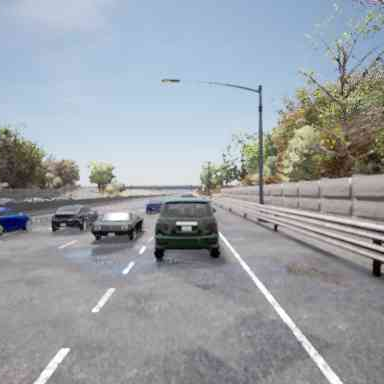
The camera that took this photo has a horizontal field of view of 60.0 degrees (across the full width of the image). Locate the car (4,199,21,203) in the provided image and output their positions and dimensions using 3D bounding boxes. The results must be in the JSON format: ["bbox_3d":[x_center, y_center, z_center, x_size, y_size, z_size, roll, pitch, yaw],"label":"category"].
[{"bbox_3d":[-25.267,1.881,49.374,1.895,1.301,4.718,-1,0,0],"label":"car"}]

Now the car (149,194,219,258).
[{"bbox_3d":[-0.199,1.231,13.005,2.150,2.045,5.566,-1,0,-1],"label":"car"}]

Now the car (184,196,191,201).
[{"bbox_3d":[-1.327,1.793,91.495,1.895,1.301,4.718,-1,0,-1],"label":"car"}]

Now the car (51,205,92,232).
[{"bbox_3d":[-7.212,1.584,20.970,1.837,1.490,4.892,-1,0,-1],"label":"car"}]

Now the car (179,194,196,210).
[{"bbox_3d":[-0.659,1.268,44.848,2.150,2.045,5.566,-1,0,-1],"label":"car"}]

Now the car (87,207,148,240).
[{"bbox_3d":[-3.658,1.645,17.212,1.895,1.301,4.718,-1,0,-1],"label":"car"}]

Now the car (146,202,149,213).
[{"bbox_3d":[-3.940,1.542,36.731,1.882,1.535,5.008,-1,0,-1],"label":"car"}]

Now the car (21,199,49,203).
[{"bbox_3d":[-21.761,1.736,47.411,2.128,1.511,4.902,-1,0,0],"label":"car"}]

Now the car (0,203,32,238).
[{"bbox_3d":[-10.673,1.587,18.274,1.882,1.535,5.008,-1,0,-1],"label":"car"}]

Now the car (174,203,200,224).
[{"bbox_3d":[-0.384,1.622,25.991,1.895,1.301,4.718,-1,0,-1],"label":"car"}]

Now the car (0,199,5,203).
[{"bbox_3d":[-28.792,1.809,51.606,2.128,1.511,4.902,-1,0,0],"label":"car"}]
